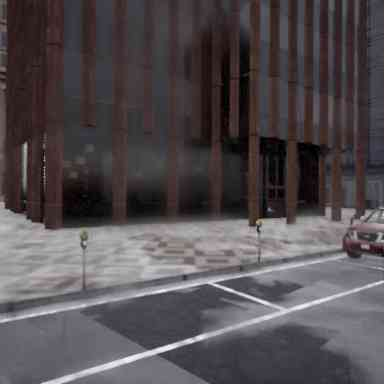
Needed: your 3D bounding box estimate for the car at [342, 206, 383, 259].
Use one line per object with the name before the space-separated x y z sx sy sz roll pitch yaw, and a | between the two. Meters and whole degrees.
car | 7.566 1.443 12.056 5.009 1.841 2.192 1 0 -36
